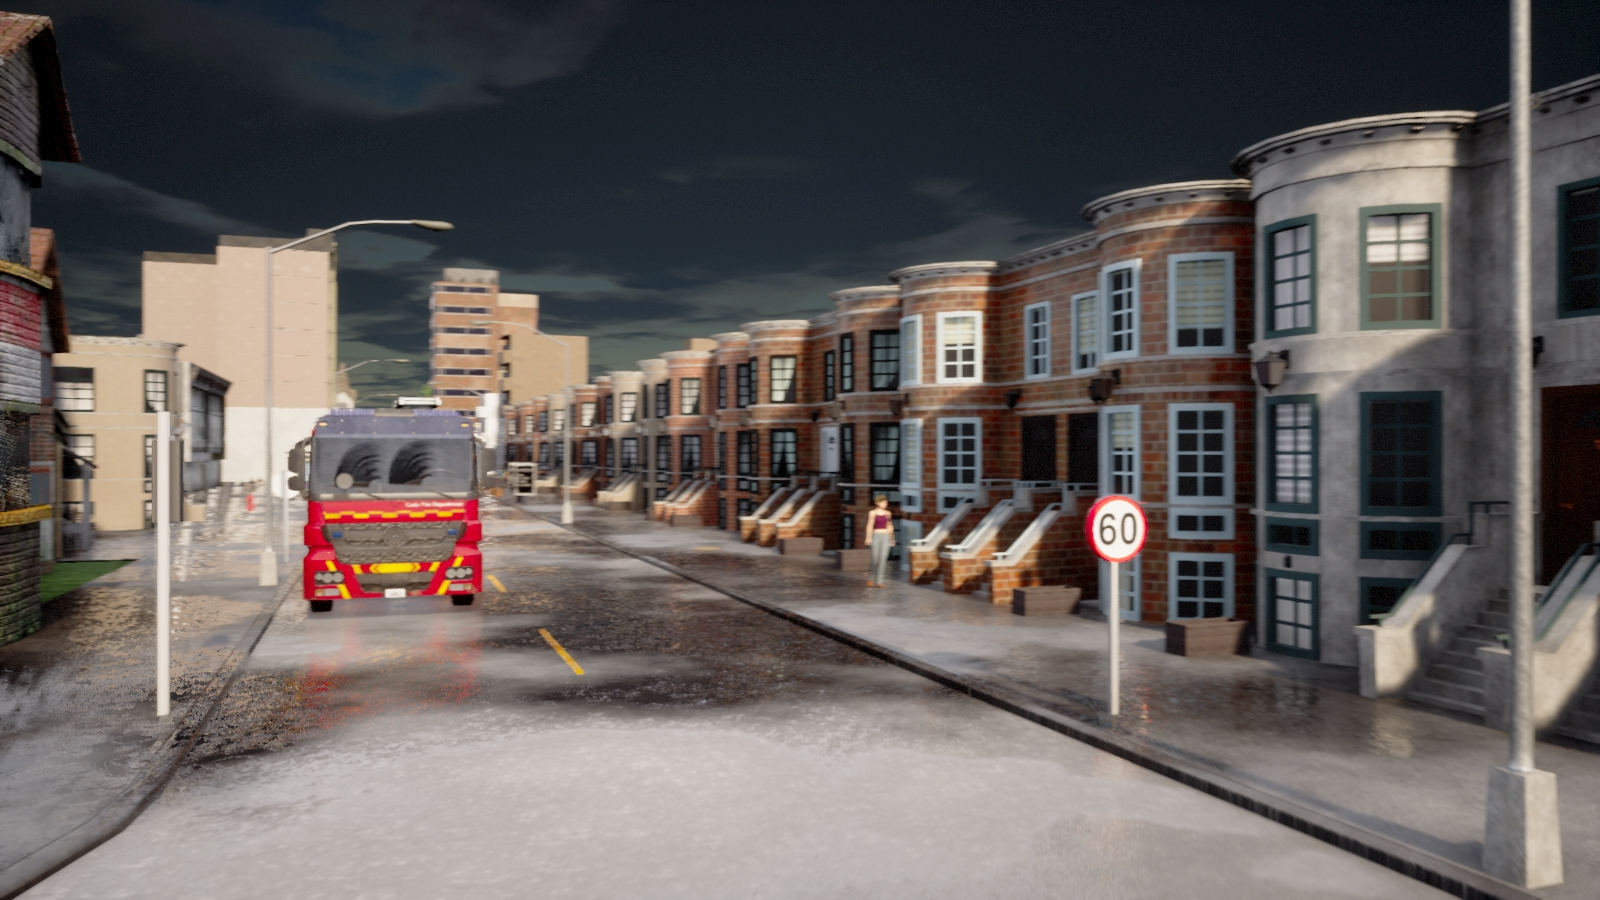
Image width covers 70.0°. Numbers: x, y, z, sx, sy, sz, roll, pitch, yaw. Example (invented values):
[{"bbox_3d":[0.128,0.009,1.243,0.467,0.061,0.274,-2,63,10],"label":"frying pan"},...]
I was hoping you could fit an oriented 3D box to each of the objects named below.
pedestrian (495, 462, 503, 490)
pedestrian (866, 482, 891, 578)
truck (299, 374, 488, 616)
[{"bbox_3d":[-19.796,1.689,75.144,0.375,1.860,0.375,0,0,13],"label":"pedestrian"},{"bbox_3d":[1.549,1.566,22.560,0.375,1.860,0.375,0,0,-19],"label":"pedestrian"},{"bbox_3d":[-8.016,0.723,22.528,2.891,3.827,8.468,0,0,-20],"label":"truck"}]
